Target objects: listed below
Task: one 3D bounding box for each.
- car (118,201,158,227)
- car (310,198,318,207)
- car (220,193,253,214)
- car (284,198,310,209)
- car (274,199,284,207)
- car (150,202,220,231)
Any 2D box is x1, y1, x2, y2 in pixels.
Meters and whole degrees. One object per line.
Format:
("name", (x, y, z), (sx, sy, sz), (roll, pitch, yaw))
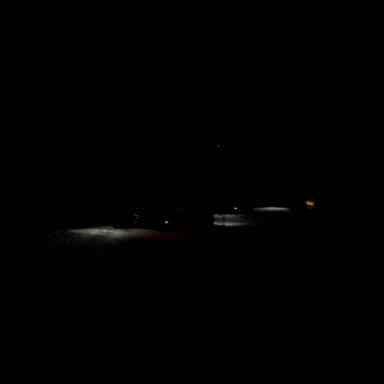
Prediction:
("car", (-2.810, 1.402, 22.334), (1.882, 1.535, 5.008), (1, 1, 30))
("car", (19.962, 1.764, 56.174), (1.882, 1.535, 5.008), (1, 0, 30))
("car", (4.814, 1.174, 35.738), (2.150, 2.045, 5.566), (1, 0, 30))
("car", (15.066, 1.702, 47.432), (1.994, 1.385, 4.181), (1, 0, 30))
("car", (14.462, 1.788, 52.560), (1.895, 1.301, 4.718), (1, 0, 30))
("car", (-0.285, 1.493, 20.482), (1.812, 1.442, 4.674), (1, 0, 30))
